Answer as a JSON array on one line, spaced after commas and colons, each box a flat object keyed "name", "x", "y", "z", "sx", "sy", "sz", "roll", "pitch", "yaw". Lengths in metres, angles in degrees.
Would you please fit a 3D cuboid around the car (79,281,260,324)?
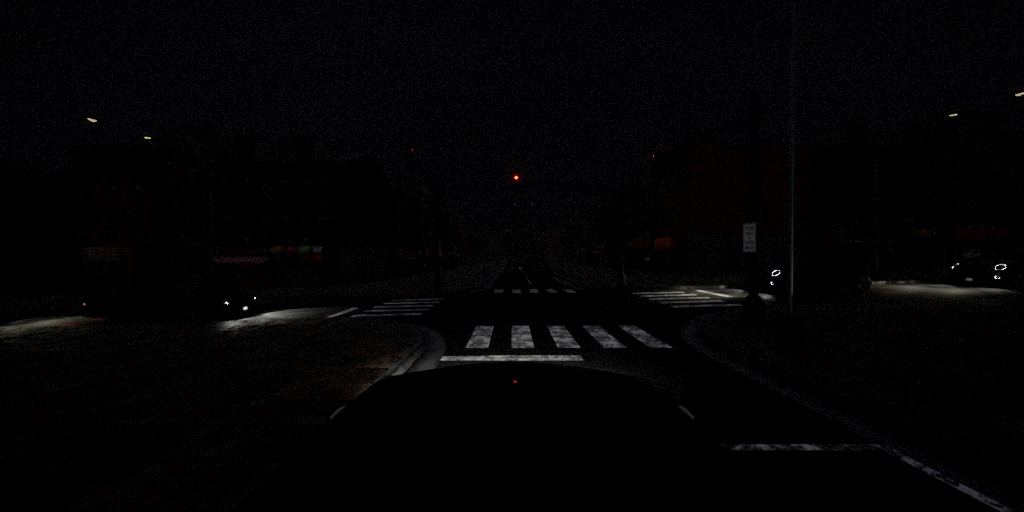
[{"name": "car", "x": -12.586, "y": 1.642, "z": 13.337, "sx": 5.357, "sy": 1.411, "sz": 2.033, "roll": -2, "pitch": 0, "yaw": 0}]

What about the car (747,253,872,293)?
[{"name": "car", "x": 13.359, "y": 0.685, "z": 16.355, "sx": 4.553, "sy": 1.767, "sz": 2.097, "roll": -1, "pitch": 0, "yaw": 1}]

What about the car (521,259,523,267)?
[{"name": "car", "x": 2.634, "y": 1.123, "z": 43.970, "sx": 2.192, "sy": 1.841, "sz": 5.009, "roll": 0, "pitch": 0, "yaw": 0}]

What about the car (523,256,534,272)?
[{"name": "car", "x": 2.634, "y": 1.110, "z": 38.567, "sx": 2.192, "sy": 1.841, "sz": 5.009, "roll": 0, "pitch": 0, "yaw": 0}]

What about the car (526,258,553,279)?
[{"name": "car", "x": 2.635, "y": 1.222, "z": 33.166, "sx": 1.967, "sy": 1.591, "sz": 4.097, "roll": 0, "pitch": 0, "yaw": 0}]

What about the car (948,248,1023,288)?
[{"name": "car", "x": 23.077, "y": 0.433, "z": 16.351, "sx": 4.553, "sy": 1.767, "sz": 2.097, "roll": -1, "pitch": 0, "yaw": 0}]

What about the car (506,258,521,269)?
[{"name": "car", "x": 0.095, "y": 1.379, "z": 58.325, "sx": 1.812, "sy": 1.442, "sz": 4.674, "roll": 0, "pitch": -1, "yaw": 0}]
